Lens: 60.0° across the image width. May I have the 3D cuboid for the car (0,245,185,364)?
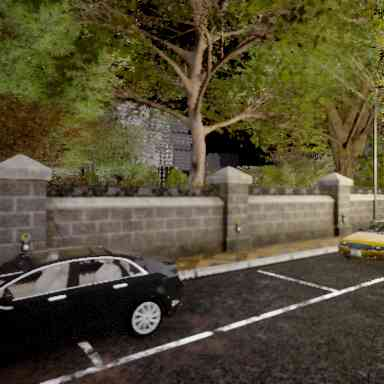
[{"bbox_3d":[-2.172,1.552,5.004,4.403,1.369,2.008,0,0,-35],"label":"car"}]

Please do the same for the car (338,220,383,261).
[{"bbox_3d":[6.944,1.537,11.503,4.829,1.417,1.752,0,0,-35],"label":"car"}]
